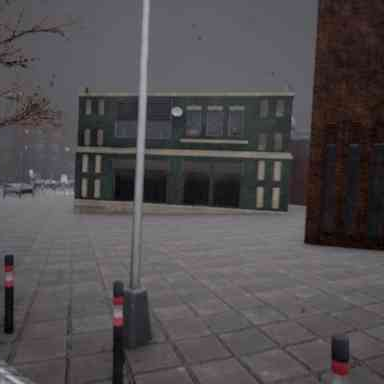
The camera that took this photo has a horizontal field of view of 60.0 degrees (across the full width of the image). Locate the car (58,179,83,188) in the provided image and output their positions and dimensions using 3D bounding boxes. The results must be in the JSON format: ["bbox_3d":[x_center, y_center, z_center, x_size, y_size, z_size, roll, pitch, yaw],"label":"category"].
[{"bbox_3d":[-25.737,-1.849,70.597,4.553,1.767,2.185,3,3,20],"label":"car"}]

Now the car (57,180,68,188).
[{"bbox_3d":[-27.682,-1.581,65.443,5.008,1.535,2.097,3,3,20],"label":"car"}]

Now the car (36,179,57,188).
[{"bbox_3d":[-28.596,-1.637,62.834,4.553,1.767,2.185,3,3,20],"label":"car"}]

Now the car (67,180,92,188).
[{"bbox_3d":[-24.823,-1.800,73.207,4.892,1.521,2.231,3,3,20],"label":"car"}]

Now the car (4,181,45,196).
[{"bbox_3d":[-21.756,-0.358,42.653,2.128,1.511,4.902,3,2,13],"label":"car"}]

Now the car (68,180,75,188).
[{"bbox_3d":[-26.724,-1.613,68.027,4.674,1.452,2.002,3,3,20],"label":"car"}]
